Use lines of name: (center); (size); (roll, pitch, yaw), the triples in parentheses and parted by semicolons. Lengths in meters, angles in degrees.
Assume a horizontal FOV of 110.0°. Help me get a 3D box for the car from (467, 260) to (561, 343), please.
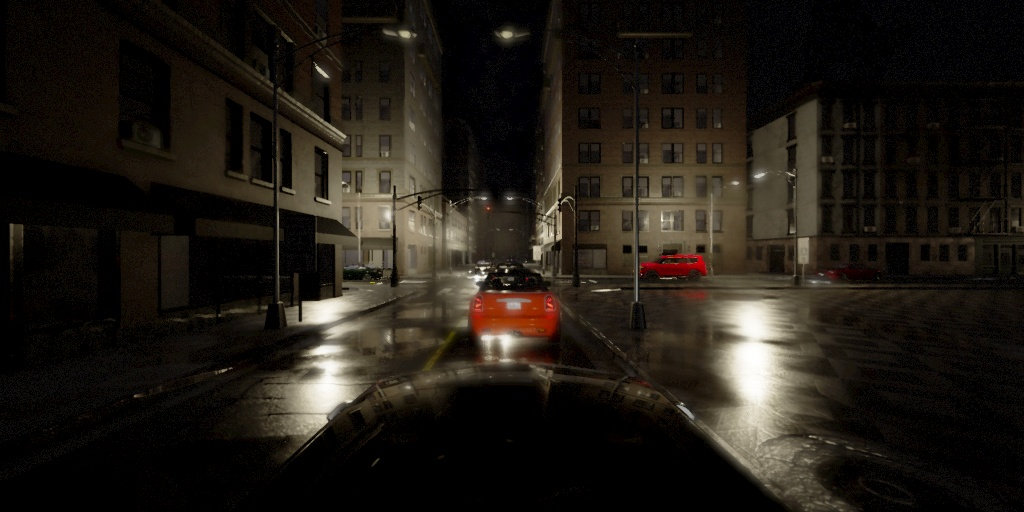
car: (0.055, 1.101, 9.863); (2.097, 1.767, 4.553); (0, 0, 0)

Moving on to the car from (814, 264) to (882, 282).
car: (26.756, 1.318, 28.661); (4.181, 1.385, 1.994); (0, 0, 0)

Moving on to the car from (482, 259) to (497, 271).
car: (-3.199, 1.249, 51.429); (1.837, 1.490, 4.892); (0, 0, 0)

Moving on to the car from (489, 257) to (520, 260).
car: (-0.168, 1.100, 18.784); (2.097, 1.767, 4.553); (0, 0, -3)

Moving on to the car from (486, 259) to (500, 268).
car: (-3.223, 1.290, 61.700); (2.033, 1.411, 5.357); (0, 0, 0)

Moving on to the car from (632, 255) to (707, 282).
car: (12.469, 0.971, 28.530); (5.566, 2.045, 2.150); (0, 0, 0)

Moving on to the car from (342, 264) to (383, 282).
car: (-12.454, 1.306, 28.291); (4.181, 1.385, 1.994); (0, 0, -1)

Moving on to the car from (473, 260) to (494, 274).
car: (-3.190, 1.236, 41.181); (2.128, 1.511, 4.902); (0, 0, 0)
